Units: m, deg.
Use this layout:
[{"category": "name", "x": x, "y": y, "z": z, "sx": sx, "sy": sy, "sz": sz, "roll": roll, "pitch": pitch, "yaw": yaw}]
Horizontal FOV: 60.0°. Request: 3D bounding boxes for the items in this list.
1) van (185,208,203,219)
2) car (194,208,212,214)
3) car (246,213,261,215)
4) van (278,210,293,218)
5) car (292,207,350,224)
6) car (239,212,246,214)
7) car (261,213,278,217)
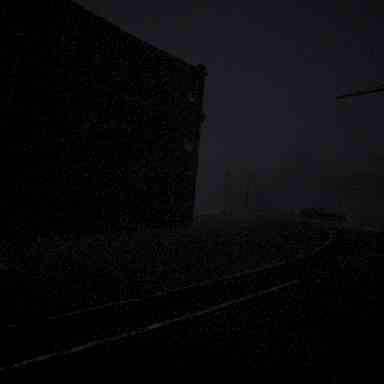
[{"category": "van", "x": 0.429, "y": 4.392, "z": 67.899, "sx": 1.878, "sy": 1.987, "sz": 4.442, "roll": 2, "pitch": -6, "yaw": 23}, {"category": "car", "x": 2.654, "y": 4.448, "z": 65.993, "sx": 2.185, "sy": 1.767, "sz": 4.553, "roll": 2, "pitch": -6, "yaw": 23}, {"category": "car", "x": 11.340, "y": 4.361, "z": 57.823, "sx": 2.002, "sy": 1.452, "sz": 4.674, "roll": 2, "pitch": -6, "yaw": 23}, {"category": "van", "x": 15.666, "y": 3.959, "z": 53.677, "sx": 1.878, "sy": 1.987, "sz": 4.442, "roll": 2, "pitch": -6, "yaw": 23}, {"category": "car", "x": 13.076, "y": 2.255, "z": 33.153, "sx": 4.902, "sy": 1.511, "sz": 2.128, "roll": 2, "pitch": -4, "yaw": 43}, {"category": "car", "x": 9.093, "y": 4.357, "z": 59.687, "sx": 1.946, "sy": 1.575, "sz": 5.366, "roll": 2, "pitch": -6, "yaw": 23}, {"category": "car", "x": 13.509, "y": 4.298, "z": 55.789, "sx": 2.002, "sy": 1.452, "sz": 4.674, "roll": 1, "pitch": -7, "yaw": 23}]
